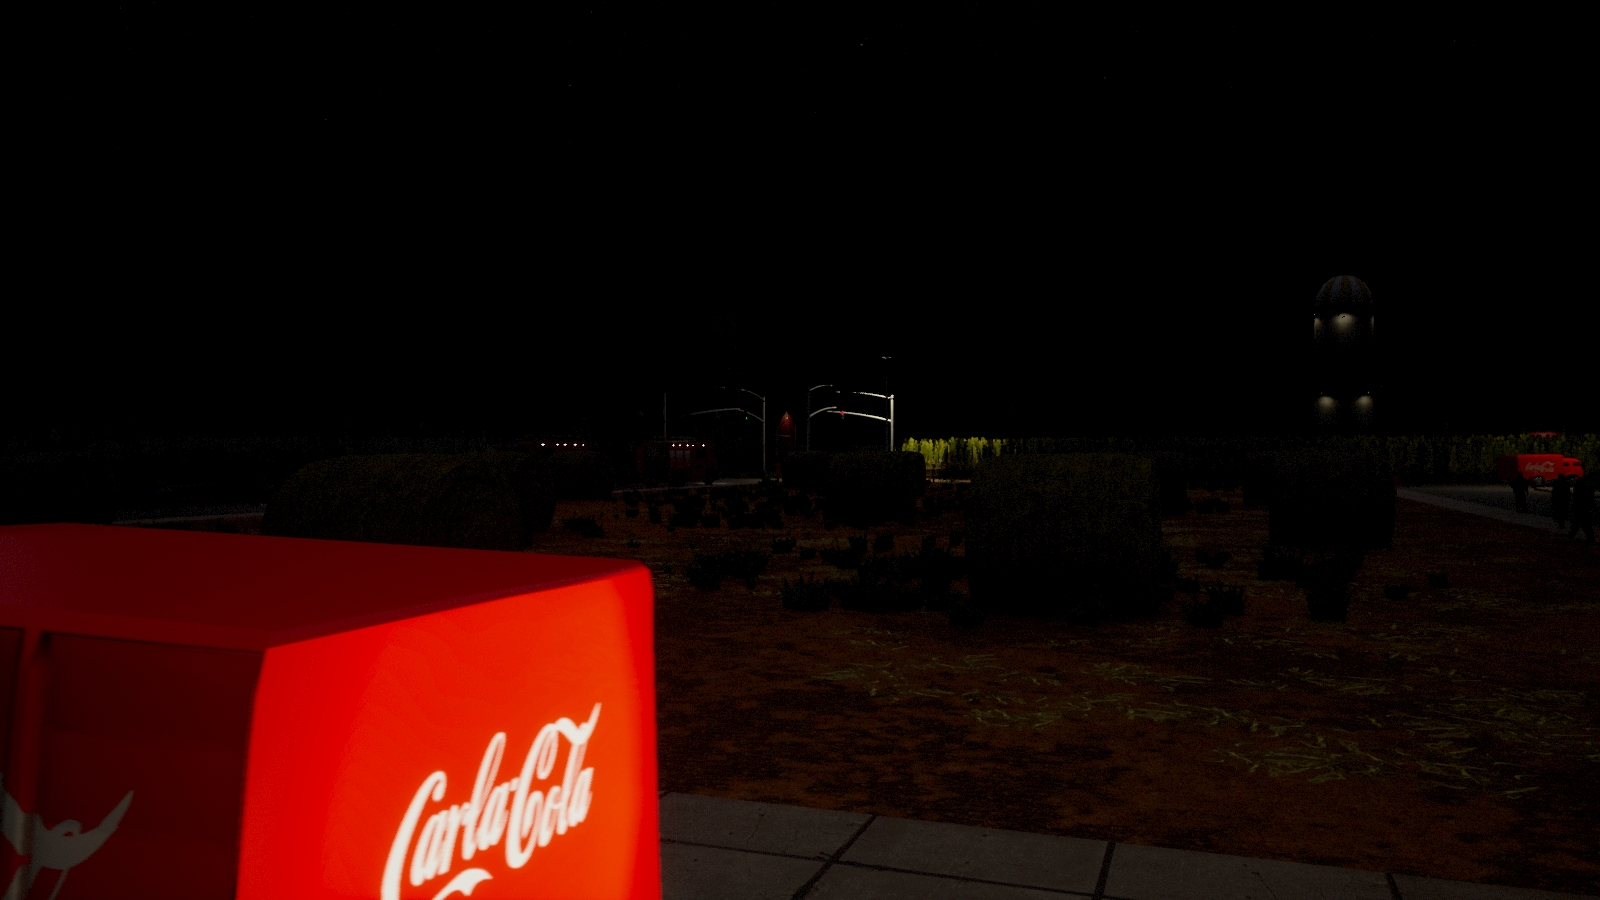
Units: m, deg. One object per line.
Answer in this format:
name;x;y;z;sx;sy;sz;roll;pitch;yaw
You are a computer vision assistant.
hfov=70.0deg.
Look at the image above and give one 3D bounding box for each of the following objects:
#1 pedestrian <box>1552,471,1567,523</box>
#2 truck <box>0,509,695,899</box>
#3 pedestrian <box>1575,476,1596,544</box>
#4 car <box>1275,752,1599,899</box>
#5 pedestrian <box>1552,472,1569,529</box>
pedestrian;27.006;1.664;40.616;0.375;1.860;0.375;0;0;22
truck;-3.360;1.585;4.521;5.204;2.467;2.627;1;0;20
pedestrian;21.963;1.665;31.947;0.375;1.860;0.375;0;0;-29
car;3.388;1.905;2.099;4.553;1.767;2.097;0;0;20
pedestrian;25.108;1.665;37.700;0.375;1.860;0.375;0;0;17
